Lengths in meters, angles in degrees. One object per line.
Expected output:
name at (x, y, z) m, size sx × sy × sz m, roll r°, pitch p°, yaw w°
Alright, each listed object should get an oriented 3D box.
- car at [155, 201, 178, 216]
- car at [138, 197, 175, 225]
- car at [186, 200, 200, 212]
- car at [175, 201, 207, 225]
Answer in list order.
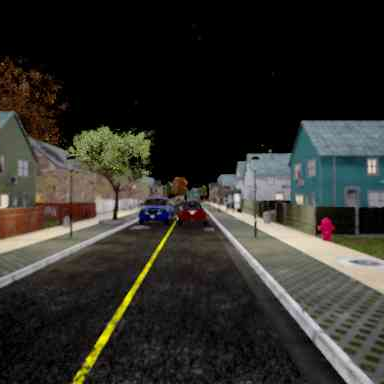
car at (-2.741, 1.776, 36.838) m, size 2.128 × 1.511 × 4.902 m, roll 0°, pitch -1°, yaw 1°
car at (-2.735, 1.410, 25.990) m, size 2.150 × 2.045 × 5.566 m, roll 0°, pitch -1°, yaw 0°
car at (0.124, 1.882, 44.414) m, size 1.812 × 1.442 × 4.674 m, roll 0°, pitch -1°, yaw 0°
car at (0.053, 1.537, 25.963) m, size 2.097 × 1.767 × 4.553 m, roll 0°, pitch -1°, yaw 1°
